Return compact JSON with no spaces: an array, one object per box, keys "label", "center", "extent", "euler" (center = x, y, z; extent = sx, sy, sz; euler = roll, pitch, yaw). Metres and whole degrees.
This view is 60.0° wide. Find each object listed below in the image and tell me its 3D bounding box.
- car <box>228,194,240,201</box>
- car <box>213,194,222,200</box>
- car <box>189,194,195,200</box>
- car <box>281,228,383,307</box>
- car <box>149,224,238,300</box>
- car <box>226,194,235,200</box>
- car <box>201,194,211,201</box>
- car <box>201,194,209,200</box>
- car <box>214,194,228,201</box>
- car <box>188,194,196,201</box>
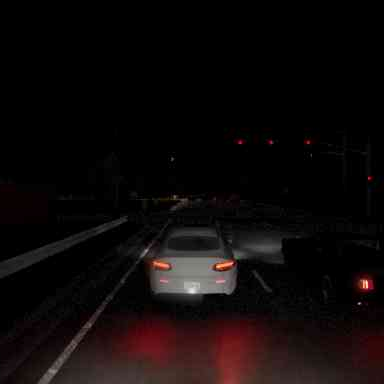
[{"label":"car","center":[10.512,1.469,80.773],"extent":[1.882,1.535,5.008],"euler":[0,0,0]},{"label":"car","center":[7.013,1.357,91.193],"extent":[2.128,1.511,4.902],"euler":[0,0,0]},{"label":"car","center":[0.013,1.332,91.194],"extent":[1.837,1.490,4.892],"euler":[0,0,0]},{"label":"car","center":[3.564,1.601,7.906],"extent":[1.895,1.301,4.718],"euler":[0,0,0]},{"label":"car","center":[0.075,1.526,8.297],"extent":[1.812,1.442,4.674],"euler":[0,0,2]},{"label":"car","center":[10.513,1.310,91.193],"extent":[1.882,1.535,5.008],"euler":[0,0,0]},{"label":"car","center":[3.512,1.348,81.161],"extent":[2.097,1.767,4.553],"euler":[0,0,0]},{"label":"car","center":[3.513,1.357,91.194],"extent":[2.128,1.511,4.902],"euler":[0,0,0]},{"label":"car","center":[7.012,1.348,81.160],"extent":[2.097,1.767,4.553],"euler":[0,0,0]},{"label":"car","center":[0.012,1.531,80.775],"extent":[2.033,1.411,5.357],"euler":[0,0,0]}]
